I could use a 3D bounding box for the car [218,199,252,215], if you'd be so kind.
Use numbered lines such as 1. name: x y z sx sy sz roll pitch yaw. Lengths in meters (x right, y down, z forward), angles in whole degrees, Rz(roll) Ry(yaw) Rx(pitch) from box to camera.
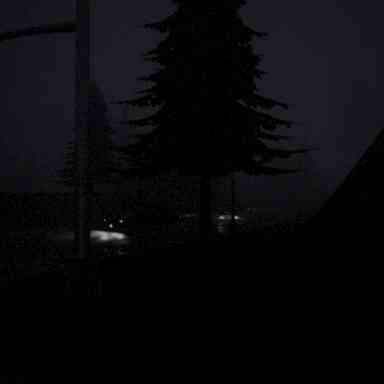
1. car: 4.217 1.493 33.563 2.033 1.411 5.357 0 0 22

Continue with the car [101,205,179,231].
1. car: -2.986 1.499 20.639 2.033 1.411 5.357 0 0 35
